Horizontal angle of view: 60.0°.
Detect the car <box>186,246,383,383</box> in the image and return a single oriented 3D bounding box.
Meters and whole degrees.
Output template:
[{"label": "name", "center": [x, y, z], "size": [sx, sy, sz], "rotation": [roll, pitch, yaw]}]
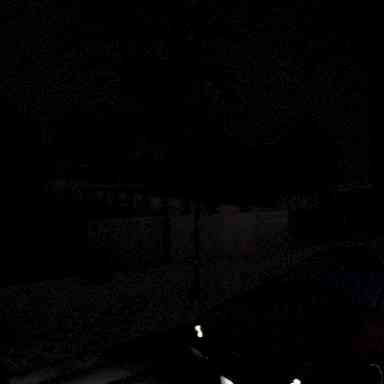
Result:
[{"label": "car", "center": [2.549, 1.581, 4.890], "size": [5.357, 1.411, 2.033], "rotation": [1, 0, -35]}]
